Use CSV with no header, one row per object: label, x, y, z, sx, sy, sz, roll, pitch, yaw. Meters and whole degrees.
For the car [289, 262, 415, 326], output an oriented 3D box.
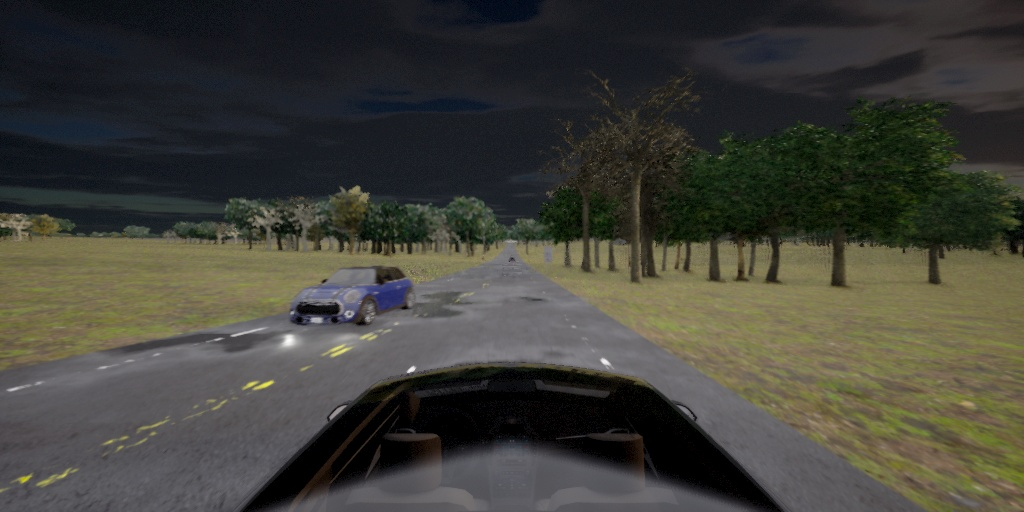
car,-4.899,1.104,11.688,2.097,1.767,4.553,0,0,7
